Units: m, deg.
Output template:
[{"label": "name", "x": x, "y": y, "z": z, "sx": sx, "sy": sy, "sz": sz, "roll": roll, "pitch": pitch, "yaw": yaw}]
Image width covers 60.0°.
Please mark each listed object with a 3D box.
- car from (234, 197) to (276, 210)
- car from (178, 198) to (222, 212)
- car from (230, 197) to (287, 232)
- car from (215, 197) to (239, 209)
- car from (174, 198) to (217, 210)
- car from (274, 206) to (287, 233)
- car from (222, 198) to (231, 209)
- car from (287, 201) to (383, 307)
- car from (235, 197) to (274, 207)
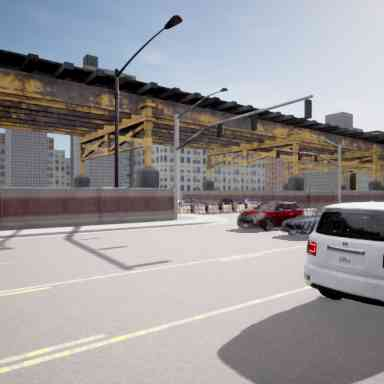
[{"label": "car", "x": 8.102, "y": 1.453, "z": 43.011, "sx": 4.974, "sy": 1.542, "sz": 2.038, "roll": 0, "pitch": 0, "yaw": -7}, {"label": "car", "x": 0.431, "y": 1.453, "z": 36.585, "sx": 4.974, "sy": 1.542, "sz": 2.038, "roll": 0, "pitch": 0, "yaw": 8}, {"label": "car", "x": 4.885, "y": 1.352, "z": 20.330, "sx": 4.553, "sy": 1.767, "sz": 2.097, "roll": 0, "pitch": 0, "yaw": -35}, {"label": "car", "x": 4.198, "y": 1.295, "z": 39.310, "sx": 1.853, "sy": 1.218, "sz": 4.536, "roll": 0, "pitch": 0, "yaw": 18}, {"label": "car", "x": 0.379, "y": 1.295, "z": 36.592, "sx": 4.536, "sy": 1.218, "sz": 1.853, "roll": 0, "pitch": 0, "yaw": 8}, {"label": "car", "x": 7.031, "y": 1.547, "z": 17.561, "sx": 5.357, "sy": 1.411, "sz": 2.033, "roll": 0, "pitch": 0, "yaw": -35}, {"label": "car", "x": 4.182, "y": 1.453, "z": 39.260, "sx": 2.038, "sy": 1.542, "sz": 4.974, "roll": 0, "pitch": 0, "yaw": 18}, {"label": "car", "x": 4.782, "y": 1.221, "z": 7.168, "sx": 5.566, "sy": 2.045, "sz": 2.150, "roll": 0, "pitch": 0, "yaw": -35}, {"label": "car", "x": 8.050, "y": 1.295, "z": 43.004, "sx": 4.536, "sy": 1.218, "sz": 1.853, "roll": 0, "pitch": 0, "yaw": -7}]
